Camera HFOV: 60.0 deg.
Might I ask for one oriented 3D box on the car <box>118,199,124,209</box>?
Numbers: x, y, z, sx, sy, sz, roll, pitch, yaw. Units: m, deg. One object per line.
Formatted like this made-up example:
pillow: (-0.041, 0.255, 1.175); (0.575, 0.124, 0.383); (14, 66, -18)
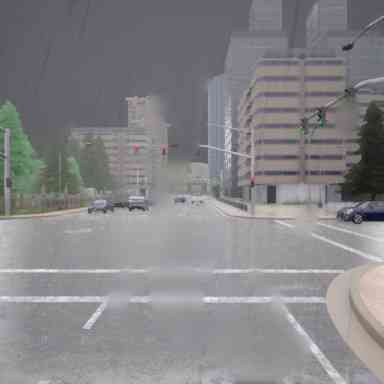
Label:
car: (-9.781, 1.601, 45.517); (1.895, 1.301, 4.718); (0, 0, 1)

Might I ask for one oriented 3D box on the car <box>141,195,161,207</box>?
car: (-6.240, 1.564, 49.502); (1.994, 1.385, 4.181); (0, 0, 0)

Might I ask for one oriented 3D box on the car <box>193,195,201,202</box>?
car: (1.117, 1.521, 76.625); (1.812, 1.442, 4.674); (0, 0, 1)

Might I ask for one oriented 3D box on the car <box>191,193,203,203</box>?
car: (1.024, 1.221, 66.939); (2.150, 2.045, 5.566); (0, 0, 1)

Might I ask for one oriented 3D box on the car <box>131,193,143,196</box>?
car: (-9.650, 1.223, 57.702); (2.150, 2.045, 5.566); (0, 0, 1)

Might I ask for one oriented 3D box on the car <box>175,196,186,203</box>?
car: (-2.472, 1.477, 67.289); (1.882, 1.535, 5.008); (0, 0, 1)

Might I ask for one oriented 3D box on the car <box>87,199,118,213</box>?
car: (-9.854, 1.526, 36.417); (1.812, 1.442, 4.674); (0, 0, 1)

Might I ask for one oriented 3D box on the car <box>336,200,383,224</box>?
car: (12.943, 1.352, 24.092); (4.553, 1.767, 2.097); (0, 0, 1)

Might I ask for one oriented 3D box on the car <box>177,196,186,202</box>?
car: (-2.382, 1.593, 76.688); (1.895, 1.301, 4.718); (0, 0, 1)

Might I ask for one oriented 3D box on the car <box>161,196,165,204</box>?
car: (-6.083, 1.478, 62.315); (1.882, 1.535, 5.008); (0, 0, 1)

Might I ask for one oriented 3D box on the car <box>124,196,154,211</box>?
car: (-6.333, 1.547, 40.295); (2.033, 1.411, 5.357); (0, 0, 1)
